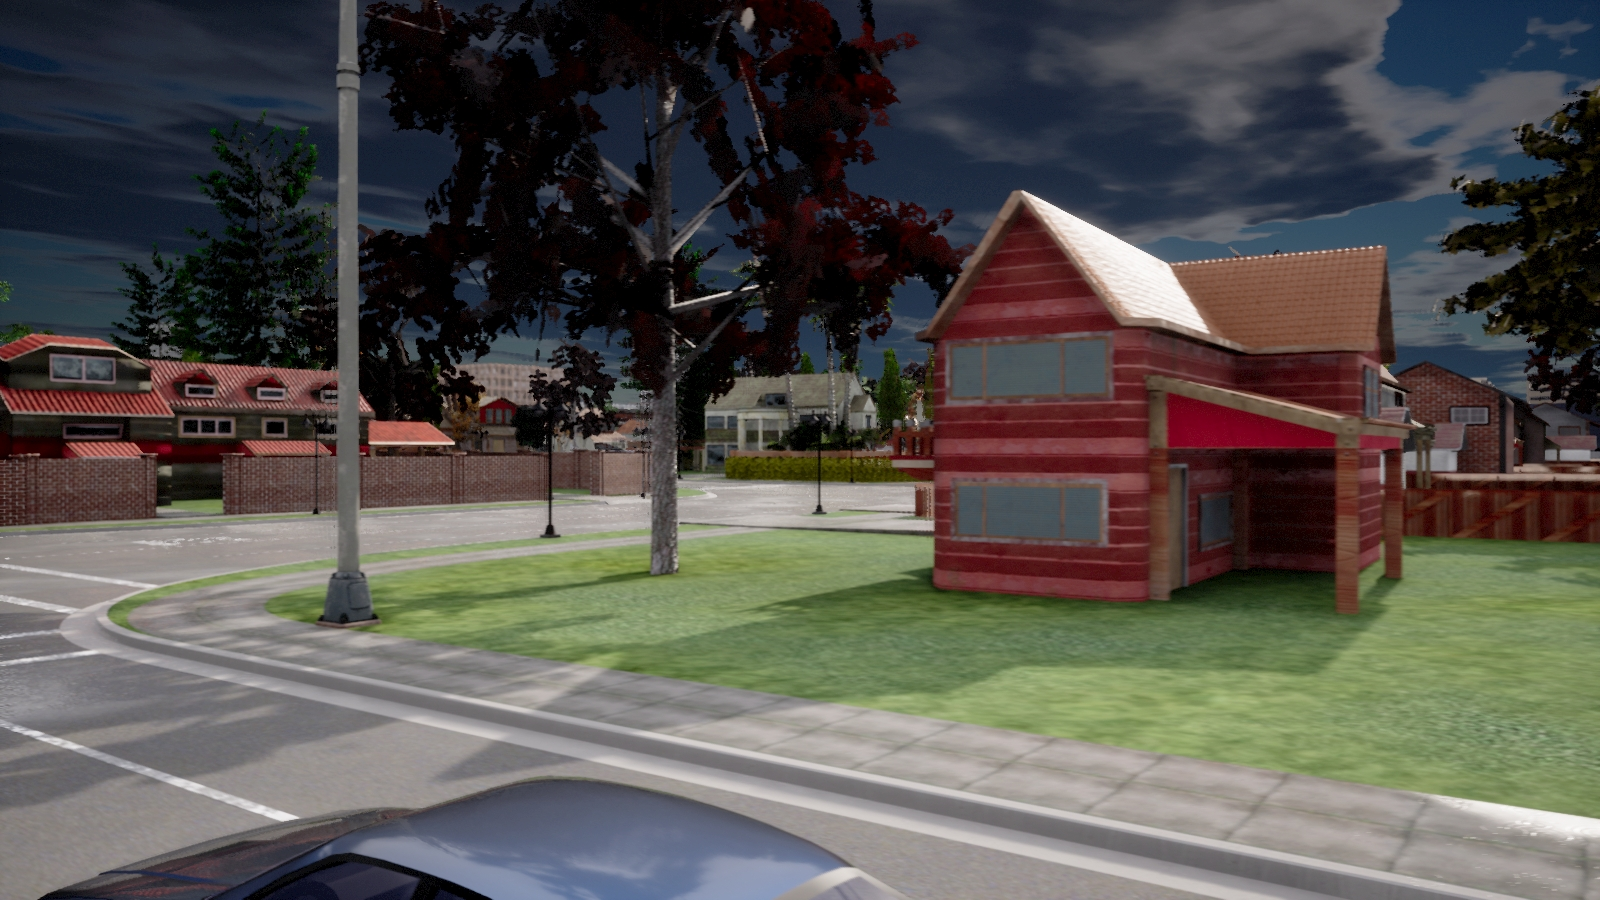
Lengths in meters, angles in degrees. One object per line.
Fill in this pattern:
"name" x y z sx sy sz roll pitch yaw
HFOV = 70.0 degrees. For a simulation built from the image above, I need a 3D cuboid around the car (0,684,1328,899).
"car" -1.054 2.104 4.447 5.357 1.411 2.033 0 0 36
